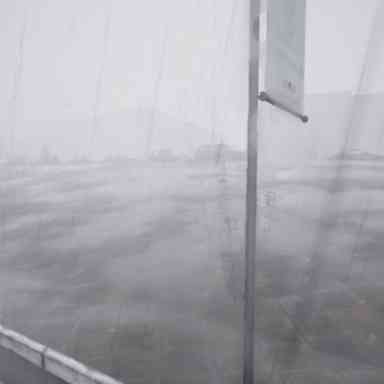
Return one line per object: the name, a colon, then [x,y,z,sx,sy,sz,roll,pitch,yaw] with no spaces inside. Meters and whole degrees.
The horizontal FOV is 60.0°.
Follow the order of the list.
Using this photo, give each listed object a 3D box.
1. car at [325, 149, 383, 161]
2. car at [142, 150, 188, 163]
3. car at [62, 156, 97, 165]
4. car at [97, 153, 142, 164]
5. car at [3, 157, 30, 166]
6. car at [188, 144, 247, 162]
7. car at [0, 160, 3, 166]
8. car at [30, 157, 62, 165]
car: [13.104,-2.705,26.484,4.674,1.452,2.002,2,1,22]
car: [-2.179,-3.364,33.070,4.553,1.767,2.185,1,1,26]
car: [-12.091,-3.422,37.971,4.674,1.452,2.002,1,1,28]
car: [-7.259,-3.361,35.513,4.892,1.521,2.231,1,1,27]
car: [-21.947,-3.793,43.380,4.553,1.767,2.185,1,1,31]
car: [2.922,-3.346,30.730,5.566,2.045,2.435,2,1,25]
car: [-26.701,-3.769,46.196,5.008,1.535,2.097,1,1,32]
car: [-16.954,-3.533,40.579,4.792,1.488,2.163,1,1,29]
